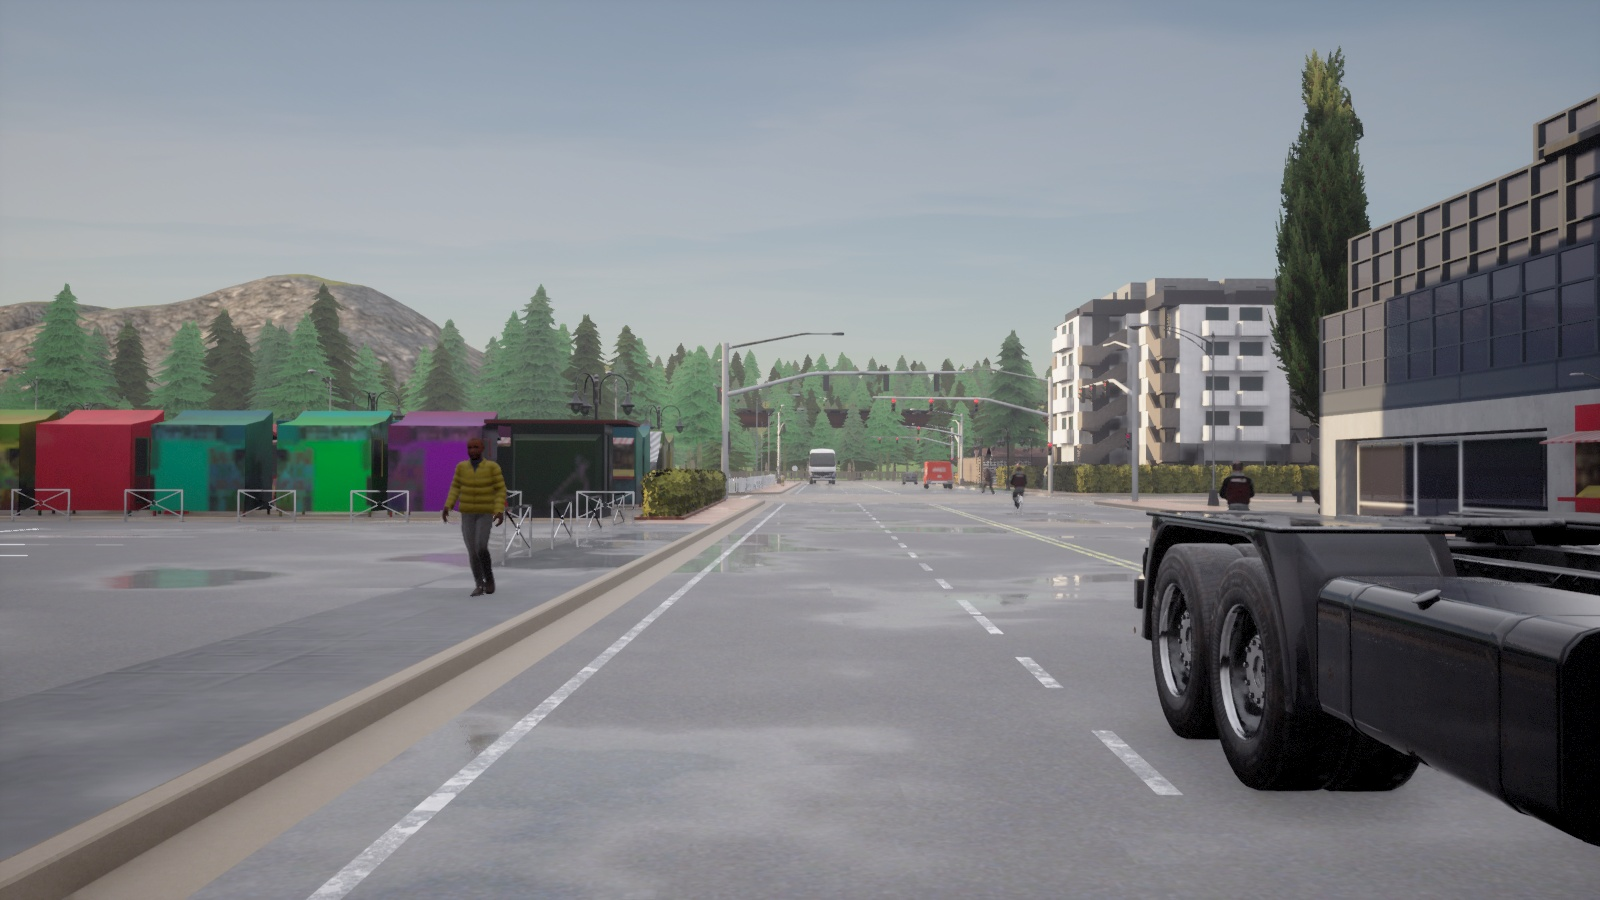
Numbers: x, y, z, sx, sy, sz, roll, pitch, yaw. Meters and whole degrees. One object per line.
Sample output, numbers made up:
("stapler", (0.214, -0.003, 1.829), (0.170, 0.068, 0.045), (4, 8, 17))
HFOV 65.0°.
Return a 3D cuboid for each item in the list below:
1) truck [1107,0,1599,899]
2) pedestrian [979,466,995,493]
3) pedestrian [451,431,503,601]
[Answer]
("truck", (3.537, -0.102, 4.747), (2.891, 3.462, 7.936), (0, -1, 1))
("pedestrian", (12.685, 1.977, 85.058), (0.899, 1.844, 0.634), (0, -1, -7))
("pedestrian", (-3.569, 0.721, 13.925), (0.370, 1.835, 0.726), (0, -1, 2))
